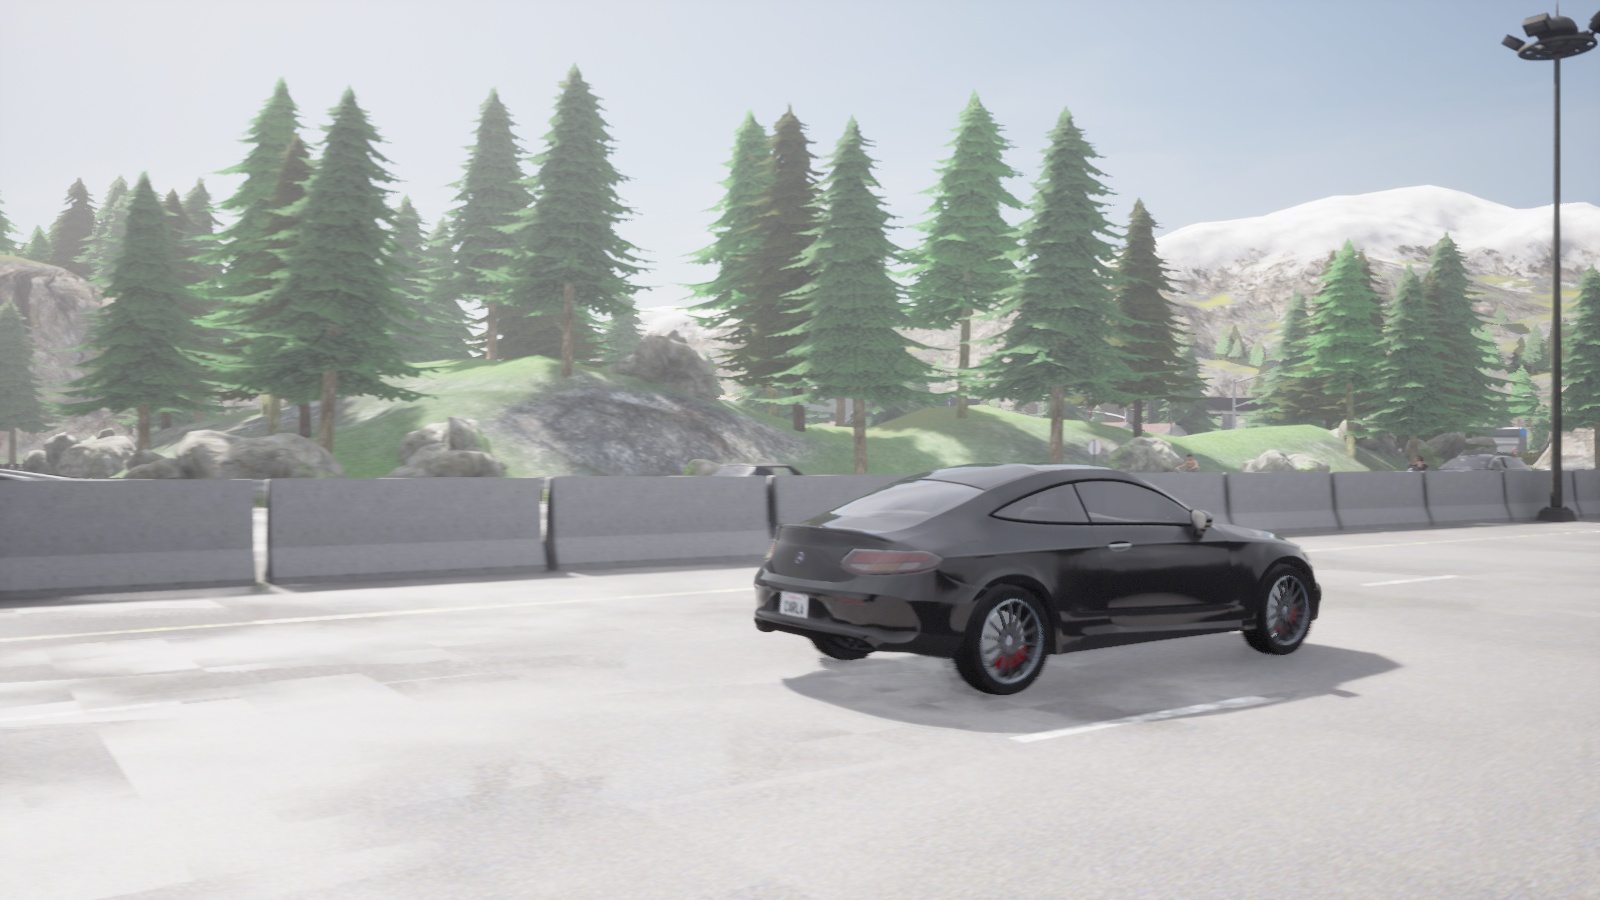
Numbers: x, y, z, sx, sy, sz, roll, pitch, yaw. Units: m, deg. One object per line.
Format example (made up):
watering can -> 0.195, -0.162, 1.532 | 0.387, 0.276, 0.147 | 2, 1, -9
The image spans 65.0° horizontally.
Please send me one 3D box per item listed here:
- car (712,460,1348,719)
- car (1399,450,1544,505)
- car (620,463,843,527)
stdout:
car -> 1.833, 0.806, 9.194 | 4.674, 1.442, 1.812 | 0, 0, -35
car -> 21.260, 0.829, 39.686 | 4.856, 1.649, 2.033 | 0, 0, -35
car -> -1.490, 0.955, 28.200 | 4.718, 1.301, 1.895 | 0, 0, -35
